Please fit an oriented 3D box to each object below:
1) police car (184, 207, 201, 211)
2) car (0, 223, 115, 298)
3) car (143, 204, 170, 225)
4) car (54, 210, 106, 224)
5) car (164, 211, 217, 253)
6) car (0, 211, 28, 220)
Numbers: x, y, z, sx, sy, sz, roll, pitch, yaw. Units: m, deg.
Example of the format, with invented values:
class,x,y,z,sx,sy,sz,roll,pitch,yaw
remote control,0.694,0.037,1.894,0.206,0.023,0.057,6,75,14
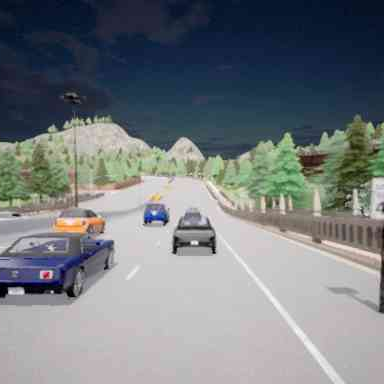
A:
class,x,y,z,sx,sy,sz,roll,pitch,yaw
police car,0.087,2.529,37.322,1.930,1.638,5.238,0,-2,0
car,-3.402,1.705,8.701,1.895,1.301,4.718,0,-2,0
car,-3.403,2.162,32.655,2.150,2.045,5.566,0,-2,0
car,-6.903,1.883,20.890,2.097,1.767,4.553,0,-2,0
car,0.096,1.824,15.190,2.128,1.511,4.902,0,-2,0
car,-14.092,2.204,25.099,1.812,1.442,4.674,0,-2,0
